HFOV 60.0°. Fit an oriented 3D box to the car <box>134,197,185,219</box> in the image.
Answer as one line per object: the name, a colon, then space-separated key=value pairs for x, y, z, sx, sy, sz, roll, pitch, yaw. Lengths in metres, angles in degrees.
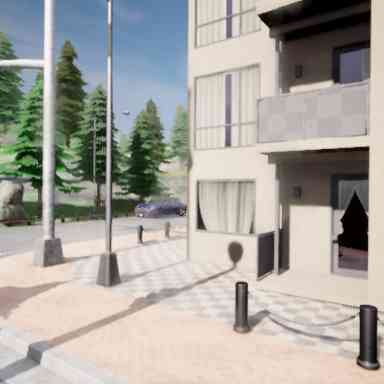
car: x=-2.577 y=1.188 z=27.017 sx=2.097 sy=1.767 sz=4.553 roll=1 pitch=0 yaw=35
